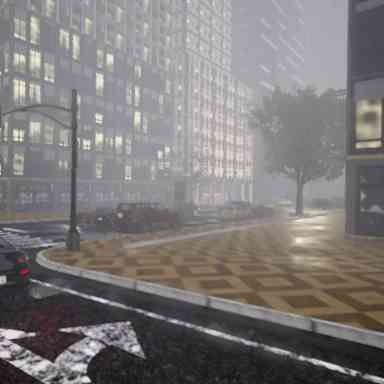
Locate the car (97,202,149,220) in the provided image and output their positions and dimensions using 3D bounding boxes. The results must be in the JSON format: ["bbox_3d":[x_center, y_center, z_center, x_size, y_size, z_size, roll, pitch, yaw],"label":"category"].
[{"bbox_3d":[-6.292,1.676,30.858,1.752,1.417,4.829,0,0,37],"label":"car"}]

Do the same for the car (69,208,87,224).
[{"bbox_3d":[-7.164,1.710,25.316,1.994,1.385,4.181,1,0,36],"label":"car"}]

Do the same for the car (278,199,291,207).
[{"bbox_3d":[17.186,2.012,62.581,1.752,1.417,4.829,1,0,37],"label":"car"}]

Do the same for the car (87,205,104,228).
[{"bbox_3d":[-4.762,1.755,23.218,1.994,1.385,4.181,1,0,37],"label":"car"}]

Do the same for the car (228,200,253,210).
[{"bbox_3d":[7.225,1.912,49.122,1.947,1.339,4.313,0,0,37],"label":"car"}]

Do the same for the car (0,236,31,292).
[{"bbox_3d":[-5.530,1.543,7.627,4.674,1.442,1.812,-1,0,35],"label":"car"}]

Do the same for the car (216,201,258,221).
[{"bbox_3d":[4.003,1.854,30.682,1.752,1.417,4.829,0,0,37],"label":"car"}]

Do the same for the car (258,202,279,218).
[{"bbox_3d":[7.257,1.958,35.079,1.802,1.307,4.206,0,0,37],"label":"car"}]

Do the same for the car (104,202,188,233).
[{"bbox_3d":[-2.806,1.543,21.479,2.192,1.841,5.009,0,0,37],"label":"car"}]

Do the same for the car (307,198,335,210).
[{"bbox_3d":[20.680,1.882,53.215,2.192,1.841,5.009,0,0,37],"label":"car"}]

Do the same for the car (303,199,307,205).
[{"bbox_3d":[23.995,2.162,71.781,1.802,1.307,4.206,1,0,37],"label":"car"}]

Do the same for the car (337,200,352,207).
[{"bbox_3d":[30.744,2.250,66.815,1.887,1.381,4.507,0,0,37],"label":"car"}]

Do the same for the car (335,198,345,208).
[{"bbox_3d":[27.391,1.975,62.282,2.192,1.841,5.009,0,0,37],"label":"car"}]

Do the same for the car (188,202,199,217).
[{"bbox_3d":[-1.174,1.739,33.404,1.837,1.490,4.892,1,0,36],"label":"car"}]

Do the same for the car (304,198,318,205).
[{"bbox_3d":[27.348,2.177,76.314,2.008,1.369,4.403,1,0,37],"label":"car"}]
